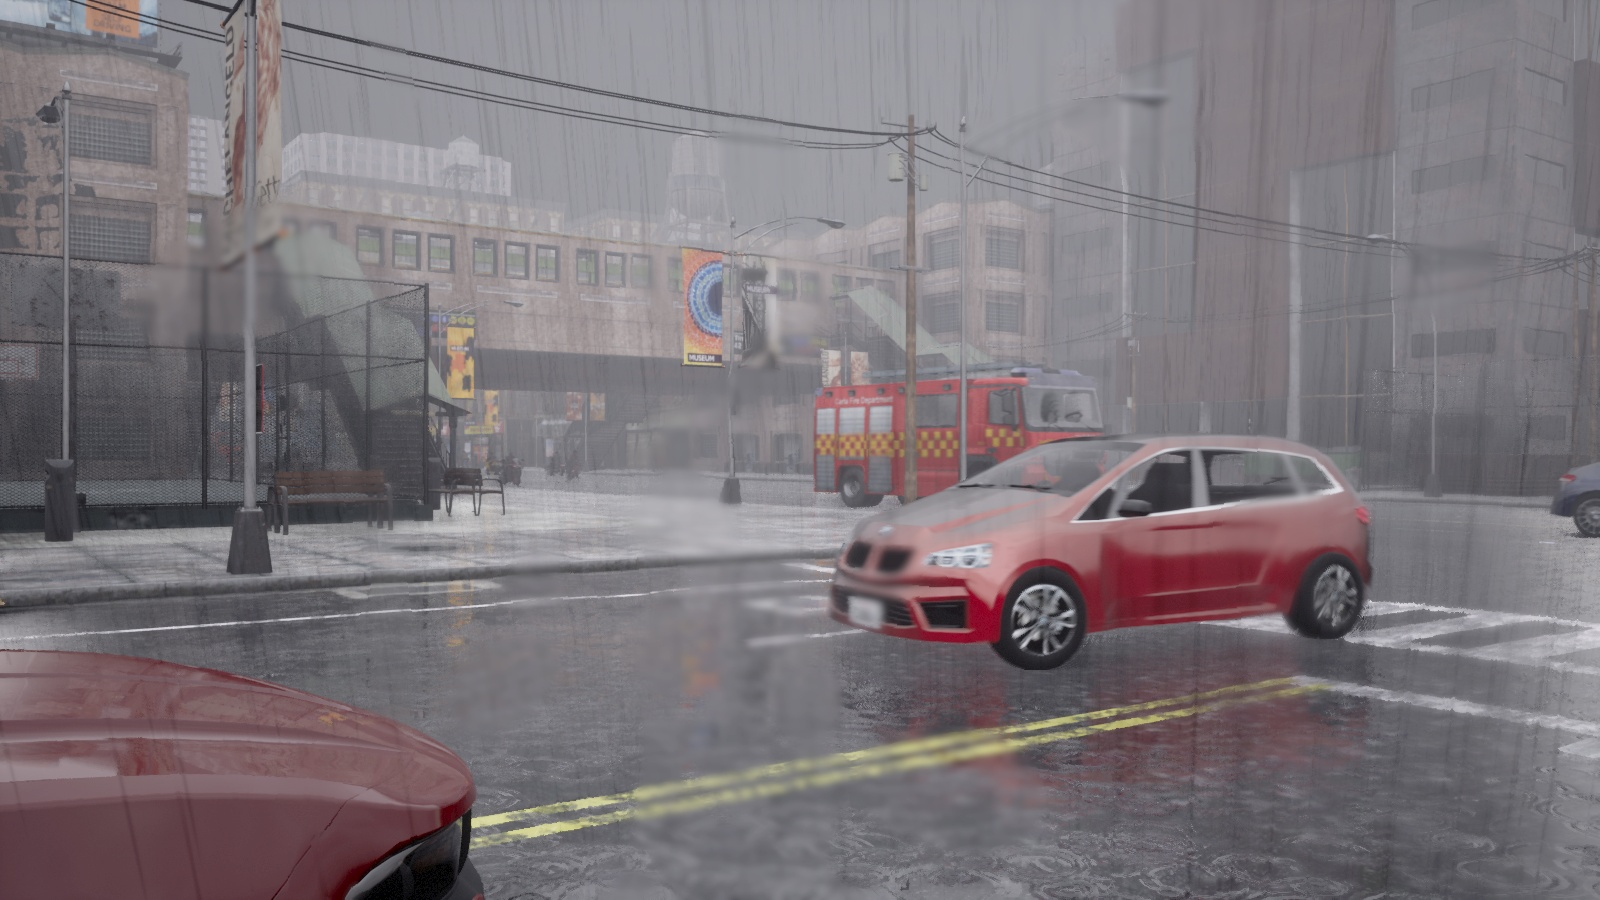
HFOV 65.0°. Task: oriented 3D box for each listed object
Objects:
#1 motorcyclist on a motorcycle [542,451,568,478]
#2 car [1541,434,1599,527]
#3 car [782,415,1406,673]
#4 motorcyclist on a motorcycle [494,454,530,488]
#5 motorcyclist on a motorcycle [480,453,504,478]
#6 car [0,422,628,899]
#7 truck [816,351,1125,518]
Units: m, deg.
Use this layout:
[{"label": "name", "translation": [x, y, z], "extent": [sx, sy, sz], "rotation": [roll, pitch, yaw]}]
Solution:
[{"label": "motorcyclist on a motorcycle", "translation": [-15.625, 0.924, 80.039], "extent": [0.766, 1.649, 2.350], "rotation": [0, 0, -35]}, {"label": "car", "translation": [16.050, 0.543, 21.812], "extent": [2.152, 1.651, 5.027], "rotation": [0, 0, -35]}, {"label": "car", "translation": [2.419, 0.609, 10.222], "extent": [4.611, 1.667, 2.242], "rotation": [0, 0, -28]}, {"label": "motorcyclist on a motorcycle", "translation": [-13.339, 0.950, 58.103], "extent": [0.866, 1.530, 2.191], "rotation": [0, 0, -34]}, {"label": "motorcyclist on a motorcycle", "translation": [-19.507, 0.963, 79.496], "extent": [0.797, 1.523, 2.044], "rotation": [0, 0, -35]}, {"label": "car", "translation": [-2.898, 0.733, 1.605], "extent": [5.008, 1.535, 1.882], "rotation": [0, 0, -36]}, {"label": "truck", "translation": [4.190, -0.348, 33.040], "extent": [2.891, 3.827, 8.468], "rotation": [0, 0, -37]}]
